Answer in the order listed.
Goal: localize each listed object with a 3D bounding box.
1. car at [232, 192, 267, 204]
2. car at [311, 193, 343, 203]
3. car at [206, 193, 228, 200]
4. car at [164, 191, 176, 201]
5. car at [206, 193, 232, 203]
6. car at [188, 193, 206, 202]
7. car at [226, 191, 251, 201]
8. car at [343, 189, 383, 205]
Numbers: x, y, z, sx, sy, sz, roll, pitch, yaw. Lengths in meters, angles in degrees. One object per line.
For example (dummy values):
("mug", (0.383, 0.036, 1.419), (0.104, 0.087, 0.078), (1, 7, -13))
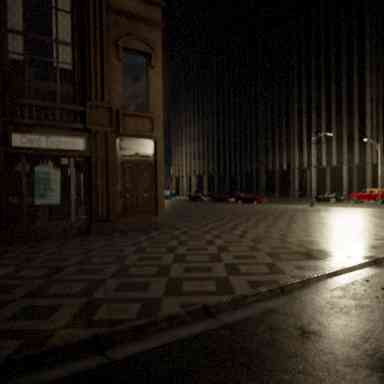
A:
("car", (7.865, 0.927, 43.932), (1.887, 1.381, 4.507), (-1, 1, -36))
("car", (18.088, 0.781, 44.429), (1.947, 1.339, 4.313), (-1, 1, -36))
("car", (4.704, 0.791, 62.590), (1.802, 1.307, 4.206), (-1, 1, -36))
("car", (-5.518, 0.925, 62.091), (2.008, 1.369, 4.403), (-1, 1, -36))
("car", (4.520, 0.963, 48.472), (1.802, 1.307, 4.206), (-1, 1, -36))
("car", (1.172, 0.819, 53.011), (1.967, 1.590, 4.097), (-1, 1, -36))
("car", (8.049, 0.651, 58.048), (1.967, 1.590, 4.097), (-1, 1, -36))
("car", (21.430, 0.532, 39.886), (2.192, 1.841, 5.009), (-1, 1, -36))
